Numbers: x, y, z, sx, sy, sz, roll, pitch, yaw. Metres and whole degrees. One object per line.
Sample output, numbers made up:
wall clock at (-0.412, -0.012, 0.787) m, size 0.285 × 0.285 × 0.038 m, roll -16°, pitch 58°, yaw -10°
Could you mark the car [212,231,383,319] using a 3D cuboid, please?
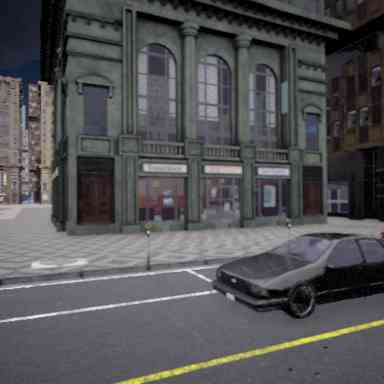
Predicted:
car at (3.168, 1.665, 7.624) m, size 5.357 × 1.411 × 2.033 m, roll 0°, pitch -1°, yaw -25°
